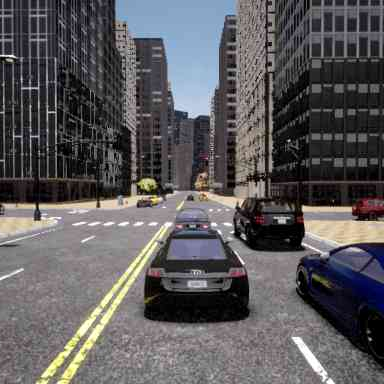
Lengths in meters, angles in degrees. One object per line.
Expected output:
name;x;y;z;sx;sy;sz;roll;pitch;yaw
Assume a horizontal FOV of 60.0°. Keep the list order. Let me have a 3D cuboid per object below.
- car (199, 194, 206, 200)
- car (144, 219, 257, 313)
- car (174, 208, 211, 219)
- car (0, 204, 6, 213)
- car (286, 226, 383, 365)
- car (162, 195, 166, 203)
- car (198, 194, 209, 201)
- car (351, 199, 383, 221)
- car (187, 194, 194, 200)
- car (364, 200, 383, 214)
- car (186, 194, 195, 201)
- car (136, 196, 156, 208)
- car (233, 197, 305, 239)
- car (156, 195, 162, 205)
car;2.834;1.242;89.058;1.837;1.490;4.892;0;0;0
car;0.066;1.560;7.772;1.994;1.385;4.181;0;0;-1
car;0.021;1.538;16.994;2.033;1.411;5.357;0;0;0
car;-19.947;1.345;30.927;4.892;1.490;1.837;1;1;1
car;3.333;1.561;5.803;1.994;1.385;4.181;0;0;-1
car;-6.841;1.469;66.544;1.812;1.442;4.674;0;0;0
car;2.883;1.396;78.641;1.882;1.535;5.008;0;0;0
car;16.072;1.520;27.913;5.009;1.841;2.192;1;0;1
car;-0.418;1.387;89.461;1.882;1.535;5.008;0;0;0
car;21.641;1.643;36.225;4.829;1.417;1.752;1;0;1
car;-0.371;1.426;79.402;1.837;1.490;4.892;0;0;0
car;-6.815;1.529;48.167;1.994;1.385;4.181;0;0;0
car;3.305;1.213;15.224;2.150;2.045;5.566;0;0;-2
car;-6.849;1.433;57.096;1.882;1.535;5.008;0;0;0
